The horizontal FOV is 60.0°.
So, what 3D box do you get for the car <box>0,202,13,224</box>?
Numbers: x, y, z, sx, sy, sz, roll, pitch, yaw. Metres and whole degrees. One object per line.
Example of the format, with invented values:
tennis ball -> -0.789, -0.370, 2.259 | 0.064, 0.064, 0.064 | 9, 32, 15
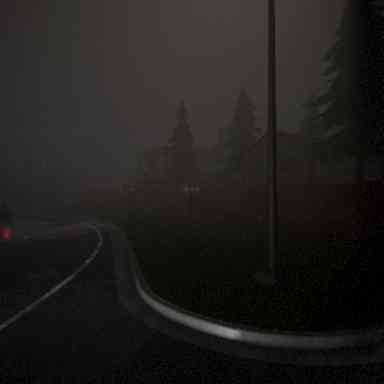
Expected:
car -> -14.184, 1.477, 23.878 | 2.128, 1.511, 4.902 | 0, 0, -36
